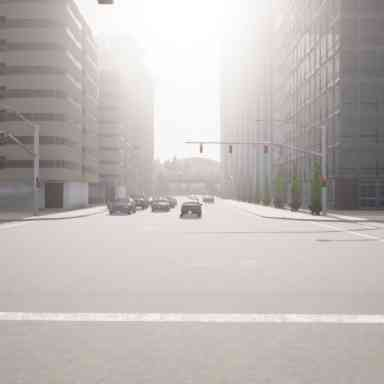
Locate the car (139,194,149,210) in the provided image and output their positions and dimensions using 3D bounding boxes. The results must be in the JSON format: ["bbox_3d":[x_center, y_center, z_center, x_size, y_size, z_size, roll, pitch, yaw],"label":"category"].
[{"bbox_3d":[-7.131,1.221,43.986,2.150,2.045,5.566,0,0,0],"label":"car"}]

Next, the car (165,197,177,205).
[{"bbox_3d":[-3.623,1.601,57.869,1.895,1.301,4.718,0,0,0],"label":"car"}]

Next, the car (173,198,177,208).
[{"bbox_3d":[-3.633,1.352,48.100,2.097,1.767,4.553,0,0,0],"label":"car"}]

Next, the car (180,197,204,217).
[{"bbox_3d":[-0.059,1.508,31.835,1.837,1.490,4.892,1,0,3],"label":"car"}]

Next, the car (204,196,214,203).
[{"bbox_3d":[3.448,1.505,67.456,1.837,1.490,4.892,0,0,0],"label":"car"}]

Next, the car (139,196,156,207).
[{"bbox_3d":[-7.131,1.491,53.946,2.128,1.511,4.902,0,0,0],"label":"car"}]

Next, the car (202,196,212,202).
[{"bbox_3d":[3.442,1.528,76.123,1.994,1.385,4.181,0,0,0],"label":"car"}]

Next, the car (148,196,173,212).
[{"bbox_3d":[-3.630,1.505,38.896,1.837,1.490,4.892,0,0,0],"label":"car"}]

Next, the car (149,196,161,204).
[{"bbox_3d":[-7.095,1.505,64.385,1.837,1.490,4.892,0,0,0],"label":"car"}]

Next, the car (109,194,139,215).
[{"bbox_3d":[-7.127,1.352,34.397,2.097,1.767,4.553,0,0,0],"label":"car"}]
